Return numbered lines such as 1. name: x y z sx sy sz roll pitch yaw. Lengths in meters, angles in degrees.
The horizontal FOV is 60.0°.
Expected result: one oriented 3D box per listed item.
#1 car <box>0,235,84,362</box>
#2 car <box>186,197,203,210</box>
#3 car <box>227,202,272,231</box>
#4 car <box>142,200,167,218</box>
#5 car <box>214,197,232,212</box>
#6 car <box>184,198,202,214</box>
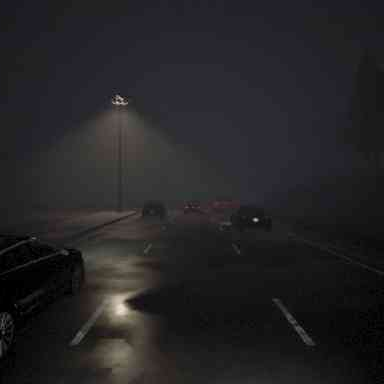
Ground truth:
1. car: -3.401 1.491 5.764 2.128 1.511 4.902 0 0 0
2. car: 0.375 1.491 44.581 2.128 1.511 4.902 0 0 3
3. car: 3.604 1.564 20.789 1.994 1.385 4.181 0 0 0
4. car: -3.394 1.477 30.496 1.882 1.535 5.008 0 0 0
5. car: 3.661 1.352 38.895 2.097 1.767 4.553 0 0 1
6. car: 0.115 1.547 34.832 2.033 1.411 5.357 0 0 0
